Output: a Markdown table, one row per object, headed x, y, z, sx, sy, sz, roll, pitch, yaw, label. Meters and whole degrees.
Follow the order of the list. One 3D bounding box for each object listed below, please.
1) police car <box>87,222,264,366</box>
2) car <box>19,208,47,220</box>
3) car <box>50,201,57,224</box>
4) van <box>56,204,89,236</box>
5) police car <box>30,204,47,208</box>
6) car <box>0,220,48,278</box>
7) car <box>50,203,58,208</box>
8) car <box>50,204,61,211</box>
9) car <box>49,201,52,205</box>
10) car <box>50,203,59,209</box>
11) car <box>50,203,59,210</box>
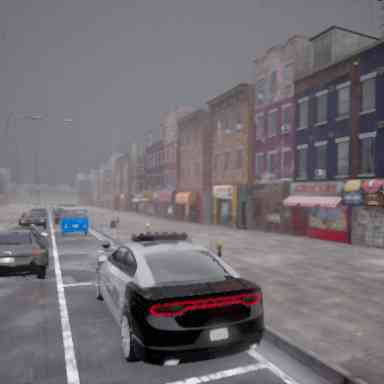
| x | y | z | sx | sy | sz | roll | pitch | yaw | label |
| --- | --- | --- | --- | --- | --- | --- | --- | --- | --- |
| -0.695 | 1.599 | 6.475 | 1.930 | 1.638 | 5.238 | 1 | -2 | -23 | police car |
| -12.432 | 2.182 | 26.151 | 1.895 | 1.301 | 4.718 | 1 | -2 | -23 | car |
| -12.161 | 2.051 | 31.849 | 2.192 | 1.841 | 5.009 | 0 | -1 | -23 | car |
| -7.747 | 1.851 | 21.704 | 1.690 | 1.788 | 3.998 | 0 | -1 | -23 | van |
| -19.536 | 2.364 | 42.235 | 1.930 | 1.638 | 5.238 | 1 | -2 | -23 | police car |
| -5.640 | 1.797 | 10.543 | 1.994 | 1.385 | 4.181 | 1 | -2 | -23 | car |
| -36.436 | 3.572 | 87.635 | 1.802 | 1.307 | 4.206 | 0 | -1 | -23 | car |
| -27.608 | 3.082 | 67.348 | 2.008 | 1.369 | 4.403 | 0 | -1 | -23 | car |
| -25.469 | 2.946 | 62.432 | 1.752 | 1.417 | 4.829 | 0 | -1 | -23 | car |
| -34.229 | 3.441 | 82.563 | 1.947 | 1.339 | 4.313 | 0 | -1 | -23 | car |
| -32.022 | 3.326 | 77.491 | 1.947 | 1.339 | 4.313 | 0 | -1 | -23 | car |
